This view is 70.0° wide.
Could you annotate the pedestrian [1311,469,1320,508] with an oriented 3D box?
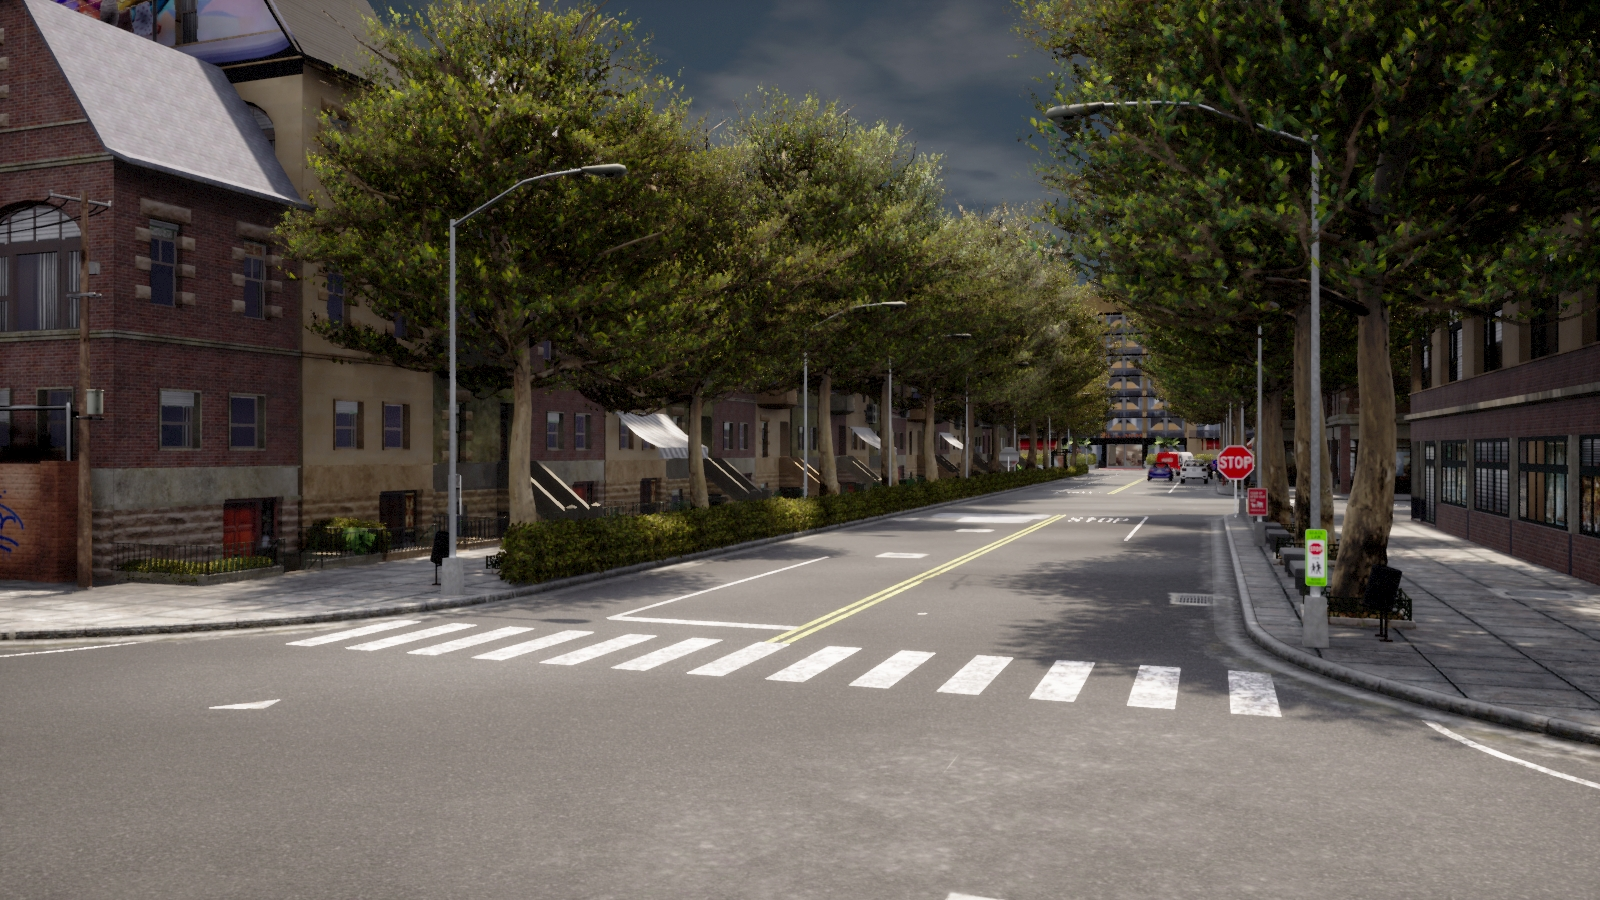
[{"bbox_3d":[24.793,1.847,54.981,0.375,1.860,0.375,0,0,18],"label":"pedestrian"}]
